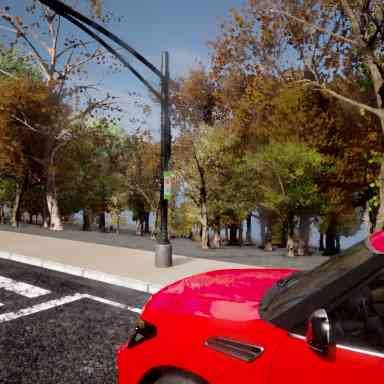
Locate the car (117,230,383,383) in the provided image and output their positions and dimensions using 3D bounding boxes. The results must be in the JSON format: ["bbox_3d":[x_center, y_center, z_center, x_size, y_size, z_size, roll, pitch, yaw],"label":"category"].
[{"bbox_3d":[1.997,1.222,2.289,5.566,2.045,2.150,0,0,34],"label":"car"}]
